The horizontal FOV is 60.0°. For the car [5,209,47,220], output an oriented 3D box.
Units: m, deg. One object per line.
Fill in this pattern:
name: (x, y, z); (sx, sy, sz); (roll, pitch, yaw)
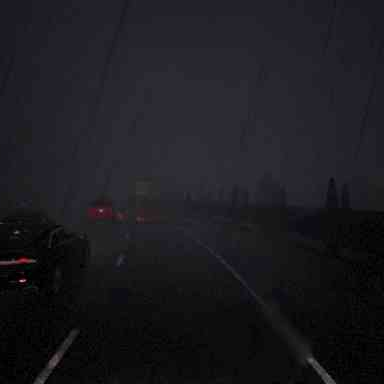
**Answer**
car: (-8.982, 1.733, 18.504); (1.837, 1.490, 4.892); (0, -1, -11)

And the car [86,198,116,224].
car: (-7.520, 1.540, 27.468); (2.150, 2.045, 5.566); (0, -1, -16)

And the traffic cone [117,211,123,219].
traffic cone: (-6.778, 2.320, 32.102); (0.340, 0.580, 0.340); (0, -1, -17)

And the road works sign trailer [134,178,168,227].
road works sign trailer: (-3.297, 0.752, 25.868); (2.380, 3.560, 2.880); (0, -1, -17)

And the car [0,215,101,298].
car: (-4.023, 1.599, 8.730); (2.128, 1.511, 4.902); (0, -1, -5)
